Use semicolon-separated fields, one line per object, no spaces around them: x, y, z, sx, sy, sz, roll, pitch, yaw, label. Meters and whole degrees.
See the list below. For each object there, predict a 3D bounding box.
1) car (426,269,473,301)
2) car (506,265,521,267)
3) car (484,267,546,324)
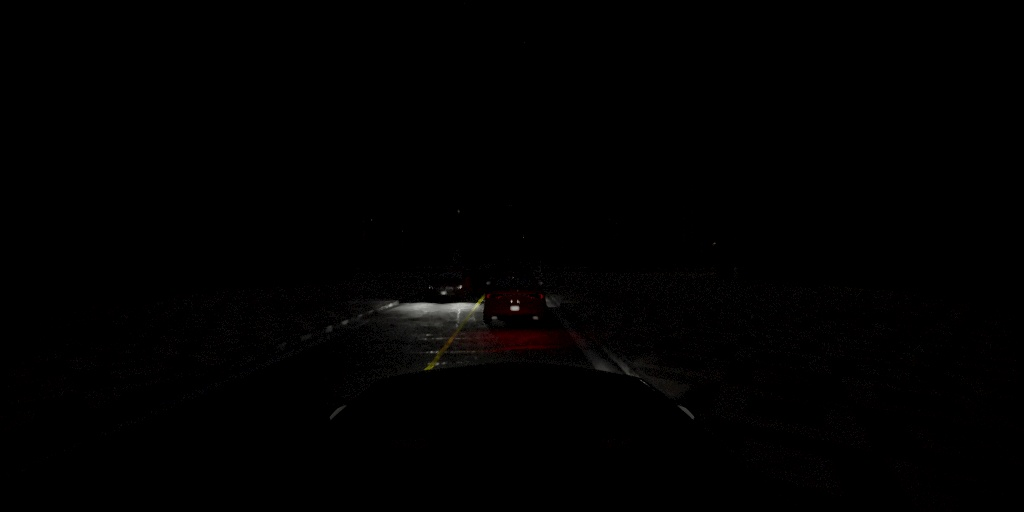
-3.095;1.425;18.578;1.812;1.442;4.674;0;0;0;car
0.105;1.513;31.400;1.837;1.490;4.892;0;-1;0;car
0.096;1.324;12.525;1.882;1.535;5.008;0;0;0;car
